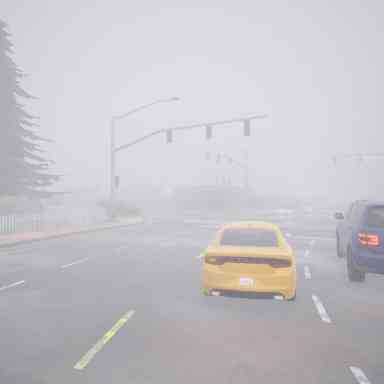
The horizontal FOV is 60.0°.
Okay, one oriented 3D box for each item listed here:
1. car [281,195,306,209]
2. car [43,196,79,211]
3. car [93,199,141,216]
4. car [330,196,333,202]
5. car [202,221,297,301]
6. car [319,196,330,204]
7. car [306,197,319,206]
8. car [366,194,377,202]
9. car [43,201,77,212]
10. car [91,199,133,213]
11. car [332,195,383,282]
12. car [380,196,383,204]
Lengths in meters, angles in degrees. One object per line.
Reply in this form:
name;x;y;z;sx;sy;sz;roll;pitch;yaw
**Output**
car;13.547;1.492;45.345;2.128;1.511;4.902;0;0;32
car;-16.939;1.407;43.044;4.553;1.767;2.097;0;0;32
car;-7.172;1.560;32.794;4.892;1.490;1.837;0;0;34
car;29.182;1.524;70.581;1.812;1.442;4.674;0;0;32
car;1.513;1.478;8.484;1.882;1.535;5.008;0;0;12
car;23.931;1.564;62.103;1.994;1.385;4.181;0;0;32
car;18.698;1.526;53.694;1.812;1.442;4.674;0;0;31
car;43.008;1.355;79.695;2.097;1.767;4.553;0;0;32
car;-15.011;1.581;37.705;4.674;1.442;1.812;0;0;32
car;-9.226;1.560;38.216;4.892;1.490;1.837;0;0;32
car;5.479;1.221;9.507;2.150;2.045;5.566;0;0;19
car;36.777;1.543;62.814;2.033;1.411;5.357;0;0;32
